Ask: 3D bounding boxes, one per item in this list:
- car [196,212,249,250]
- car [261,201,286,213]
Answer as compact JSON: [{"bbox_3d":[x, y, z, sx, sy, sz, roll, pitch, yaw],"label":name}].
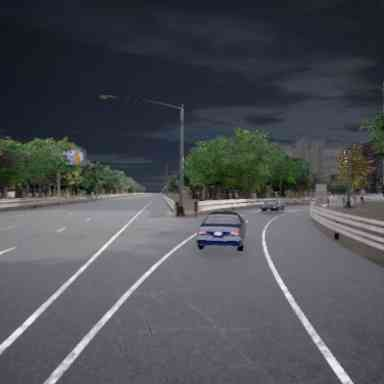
[{"bbox_3d":[1.415,1.559,14.514,2.033,1.411,5.357,0,0,11],"label":"car"},{"bbox_3d":[9.322,1.650,37.855,1.895,1.301,4.718,0,0,27],"label":"car"}]
